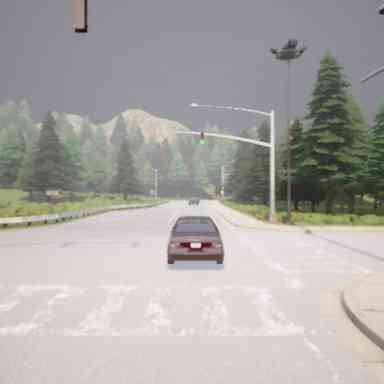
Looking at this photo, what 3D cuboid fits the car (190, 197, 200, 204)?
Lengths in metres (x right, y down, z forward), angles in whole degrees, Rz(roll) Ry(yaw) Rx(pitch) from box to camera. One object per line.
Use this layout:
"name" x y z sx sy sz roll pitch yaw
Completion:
"car" 0.693 1.674 69.123 1.895 1.301 4.718 0 0 2

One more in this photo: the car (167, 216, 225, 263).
"car" 0.107 1.572 11.991 2.033 1.411 5.357 0 0 0

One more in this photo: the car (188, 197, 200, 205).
"car" 0.293 1.613 58.659 2.033 1.411 5.357 0 0 2
